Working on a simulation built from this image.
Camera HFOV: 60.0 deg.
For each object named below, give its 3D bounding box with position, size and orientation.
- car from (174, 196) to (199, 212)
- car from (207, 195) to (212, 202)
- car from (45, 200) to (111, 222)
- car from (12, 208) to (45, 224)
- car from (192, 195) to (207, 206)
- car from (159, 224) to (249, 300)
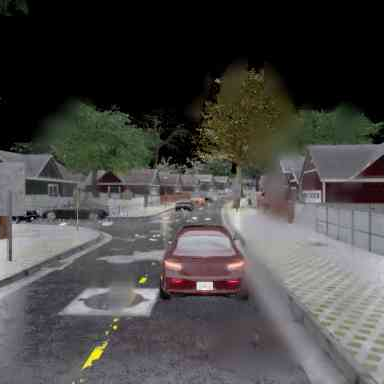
[{"bbox_3d":[-0.776,1.481,38.614,2.033,1.411,5.357,0,0,6],"label":"car"},{"bbox_3d":[2.907,1.324,66.139,1.895,1.301,4.718,0,0,10],"label":"car"},{"bbox_3d":[-8.481,1.355,24.372,4.892,1.490,1.837,1,3,-6],"label":"car"},{"bbox_3d":[-12.524,1.363,21.657,4.718,1.301,1.895,1,0,3],"label":"car"},{"bbox_3d":[0.731,1.191,51.641,2.097,1.767,4.553,0,0,8],"label":"car"},{"bbox_3d":[0.282,1.527,8.293,1.812,1.442,4.674,0,0,1],"label":"car"}]
